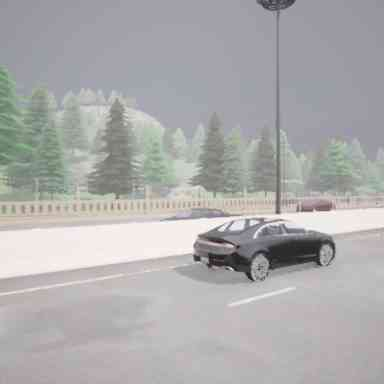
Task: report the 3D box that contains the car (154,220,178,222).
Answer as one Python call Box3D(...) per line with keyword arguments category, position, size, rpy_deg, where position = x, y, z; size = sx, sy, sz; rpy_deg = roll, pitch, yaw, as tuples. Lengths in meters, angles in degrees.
Box3D(category="car", position=(0.407, 1.552, 17.294), size=(5.357, 1.411, 2.033), rpy_deg=(0, 0, -36))

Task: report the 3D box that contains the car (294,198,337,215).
Box3D(category="car", position=(13.125, 1.481, 35.202), size=(5.008, 1.535, 1.882), rpy_deg=(0, 0, -36))

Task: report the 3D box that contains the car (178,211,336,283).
Box3D(category="car", position=(2.281, 1.493, 9.754), size=(4.902, 1.511, 2.128), rpy_deg=(0, 0, -36))
